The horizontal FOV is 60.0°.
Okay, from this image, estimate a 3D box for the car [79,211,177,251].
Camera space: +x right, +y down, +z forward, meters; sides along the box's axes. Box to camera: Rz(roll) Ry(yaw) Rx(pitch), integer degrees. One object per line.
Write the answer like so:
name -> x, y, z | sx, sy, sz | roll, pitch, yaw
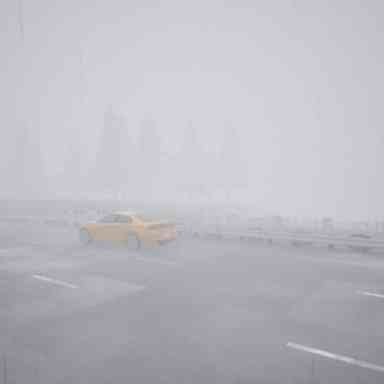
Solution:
car -> -2.983, 1.598, 14.806 | 5.008, 1.535, 1.882 | -1, -1, 36
